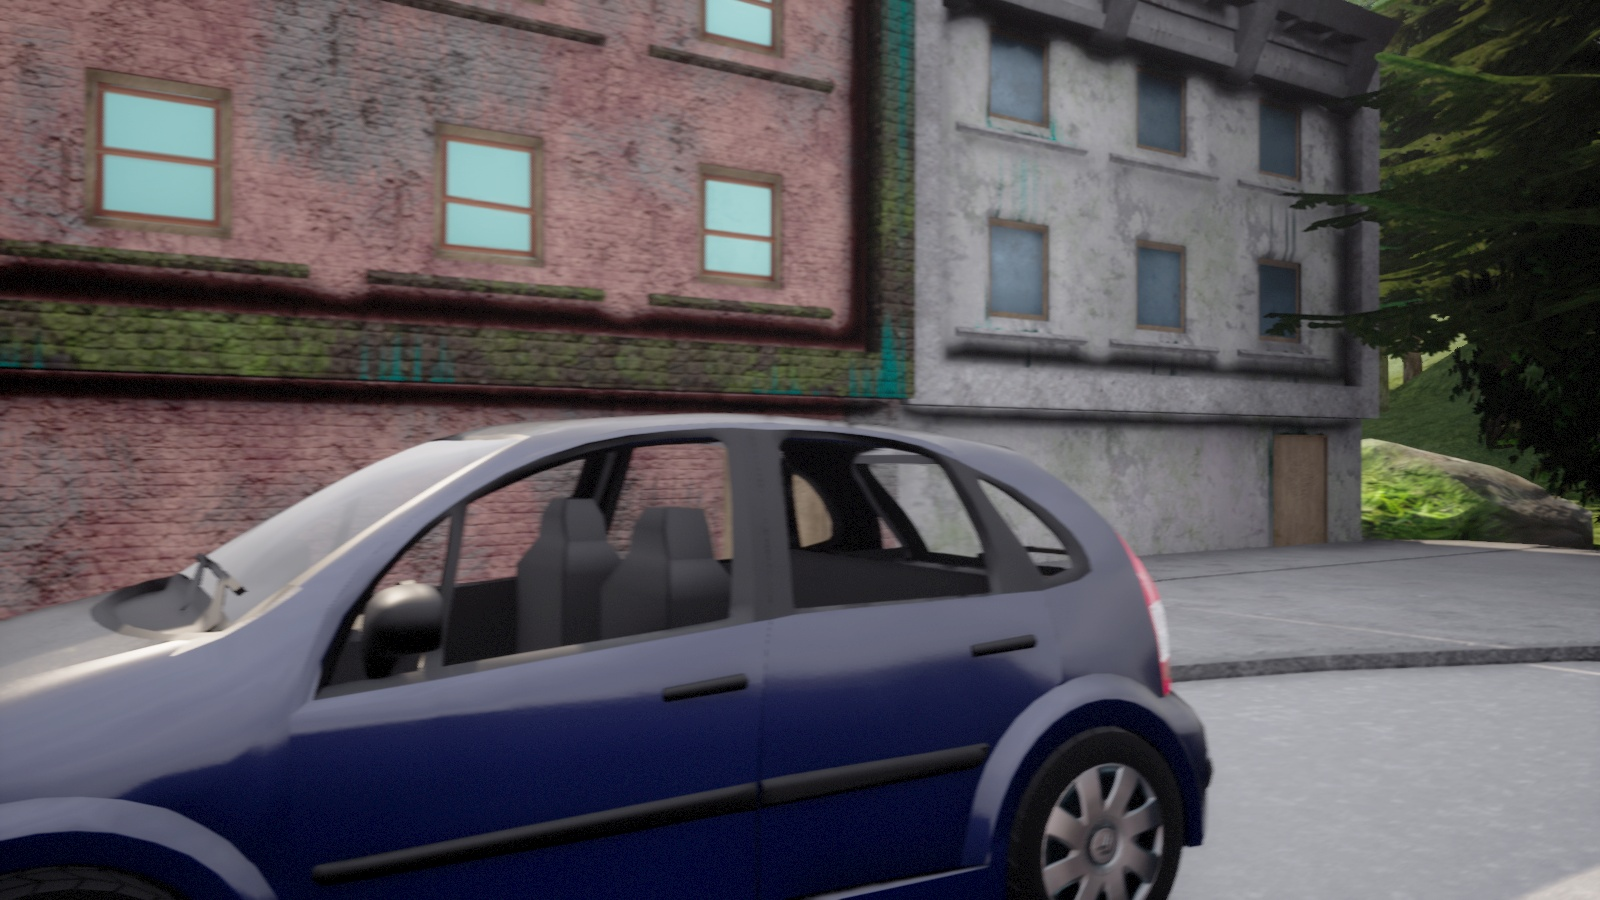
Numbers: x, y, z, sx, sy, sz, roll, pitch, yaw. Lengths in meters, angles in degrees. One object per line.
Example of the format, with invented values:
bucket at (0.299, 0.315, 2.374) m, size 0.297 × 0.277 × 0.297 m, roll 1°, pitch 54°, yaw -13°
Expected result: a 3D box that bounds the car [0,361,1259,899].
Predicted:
car at (-0.772, 0.654, 3.662) m, size 3.988 × 1.617 × 1.851 m, roll 0°, pitch 0°, yaw -31°
